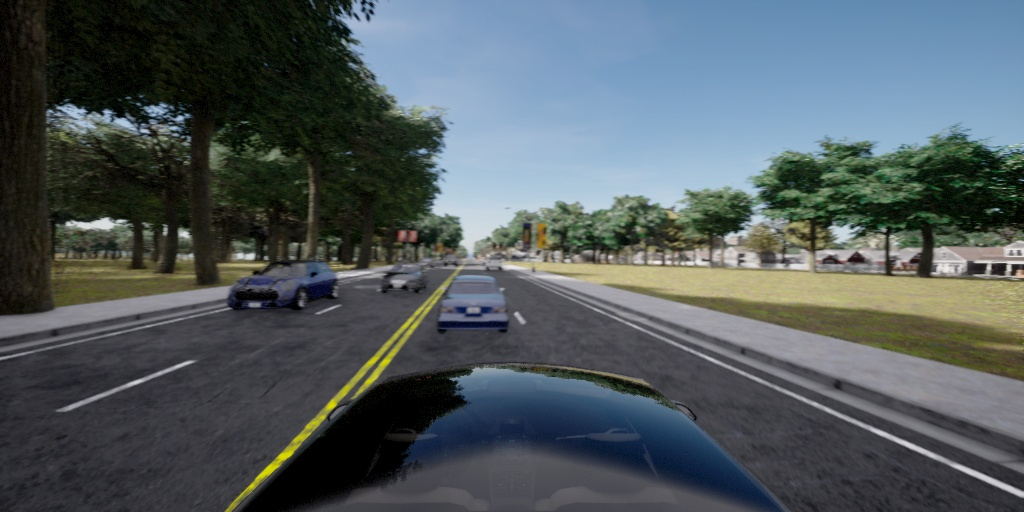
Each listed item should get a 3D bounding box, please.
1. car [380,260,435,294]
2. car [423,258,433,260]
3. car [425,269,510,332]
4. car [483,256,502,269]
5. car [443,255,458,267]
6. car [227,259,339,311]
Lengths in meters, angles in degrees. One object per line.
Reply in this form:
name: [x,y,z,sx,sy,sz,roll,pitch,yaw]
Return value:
car: [-5.605,1.130,19.180,2.128,1.511,4.902,1,0,-6]
car: [-12.893,1.033,54.565,2.128,1.511,4.902,1,0,-6]
car: [-1.163,1.277,10.687,2.033,1.411,5.357,1,0,-7]
car: [-2.627,0.981,52.057,2.150,2.045,5.566,1,0,-7]
car: [-10.250,0.841,60.310,2.150,2.045,5.566,1,0,-6]
car: [-8.205,0.927,13.350,2.097,1.767,4.553,1,0,-7]
